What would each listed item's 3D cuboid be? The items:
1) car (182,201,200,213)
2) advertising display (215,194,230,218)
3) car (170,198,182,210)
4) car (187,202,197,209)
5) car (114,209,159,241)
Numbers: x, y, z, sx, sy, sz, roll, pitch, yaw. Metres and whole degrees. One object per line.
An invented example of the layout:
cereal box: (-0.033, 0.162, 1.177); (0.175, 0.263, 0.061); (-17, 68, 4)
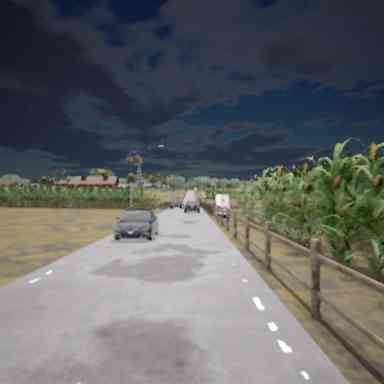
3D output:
car: (0.010, 1.980, 46.402); (2.097, 1.767, 4.553); (0, -1, 0)
advertising display: (3.150, 1.427, 34.610); (1.540, 2.440, 0.280); (1, 0, 0)
car: (-2.782, 2.126, 60.056); (2.150, 2.045, 5.566); (0, -1, 1)
car: (0.016, 2.615, 66.166); (2.033, 1.411, 5.357); (0, -1, 0)
car: (-2.849, 1.681, 17.817); (1.837, 1.490, 4.892); (0, -1, 0)
